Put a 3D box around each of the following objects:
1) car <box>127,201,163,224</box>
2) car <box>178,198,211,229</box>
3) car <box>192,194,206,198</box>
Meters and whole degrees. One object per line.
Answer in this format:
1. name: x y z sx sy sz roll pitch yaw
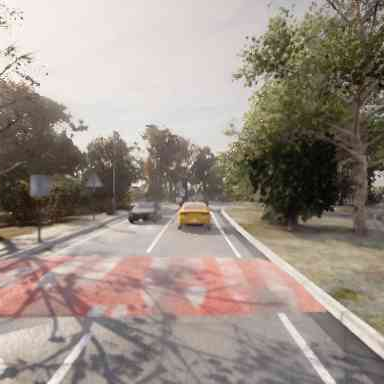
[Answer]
1. car: -3.206 1.391 23.912 2.033 1.411 5.357 0 1 1
2. car: 0.161 1.365 20.635 1.882 1.535 5.008 0 1 1
3. car: 0.797 1.078 36.689 2.097 1.767 4.553 0 0 4
